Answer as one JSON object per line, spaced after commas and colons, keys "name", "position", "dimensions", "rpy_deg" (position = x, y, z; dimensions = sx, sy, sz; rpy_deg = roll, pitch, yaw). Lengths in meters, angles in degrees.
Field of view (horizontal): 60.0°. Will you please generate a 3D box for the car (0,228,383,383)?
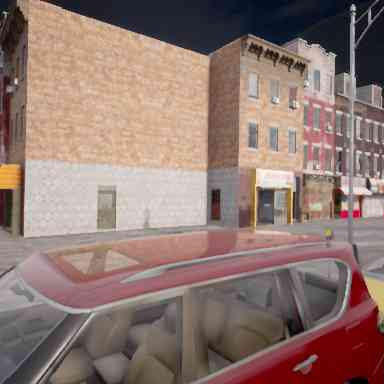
{"name": "car", "position": [-0.527, 1.314, 2.415], "dimensions": [5.009, 1.841, 2.192], "rpy_deg": [0, 1, -35]}
